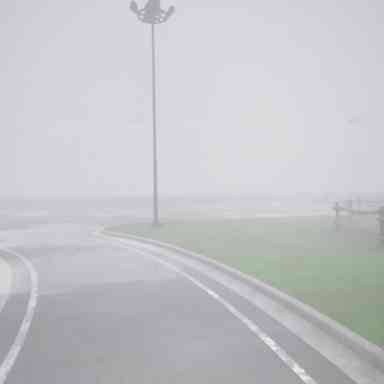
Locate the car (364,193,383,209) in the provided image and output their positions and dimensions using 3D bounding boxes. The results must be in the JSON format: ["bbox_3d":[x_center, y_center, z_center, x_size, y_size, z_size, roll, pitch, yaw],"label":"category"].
[{"bbox_3d":[17.807,0.916,28.861,4.718,1.301,1.895,-1,1,-14],"label":"car"}]

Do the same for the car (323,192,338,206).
[{"bbox_3d":[17.208,0.714,35.925,4.902,1.511,2.128,-1,1,-14],"label":"car"}]

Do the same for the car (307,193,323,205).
[{"bbox_3d":[15.896,0.719,39.202,4.674,1.442,1.812,-1,1,-14],"label":"car"}]

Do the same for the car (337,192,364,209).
[{"bbox_3d":[17.378,0.818,32.364,5.357,1.411,2.033,-1,1,-14],"label":"car"}]
